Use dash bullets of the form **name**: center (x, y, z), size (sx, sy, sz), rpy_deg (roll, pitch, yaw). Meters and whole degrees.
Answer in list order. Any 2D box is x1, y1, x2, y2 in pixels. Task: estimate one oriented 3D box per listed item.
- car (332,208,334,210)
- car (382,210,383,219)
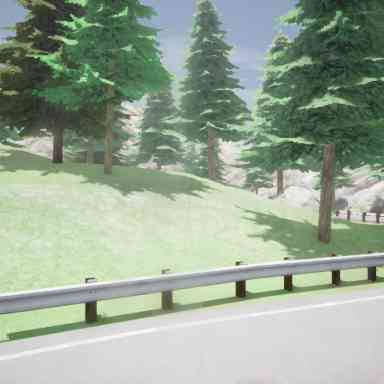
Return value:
- **car**: center (12.351, 1.579, 33.867), size (1.994, 1.385, 4.181), rpy_deg (0, 0, -20)
- **car**: center (16.073, 1.367, 23.645), size (2.097, 1.767, 4.553), rpy_deg (0, 0, -20)
